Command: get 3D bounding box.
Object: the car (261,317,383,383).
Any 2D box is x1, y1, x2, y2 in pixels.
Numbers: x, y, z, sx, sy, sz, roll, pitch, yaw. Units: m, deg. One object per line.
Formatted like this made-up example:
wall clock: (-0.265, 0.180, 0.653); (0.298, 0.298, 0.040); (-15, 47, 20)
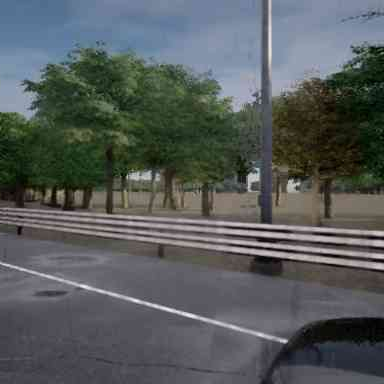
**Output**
car: (2.565, 1.568, 2.205); (4.181, 1.385, 1.994); (0, 0, 35)
